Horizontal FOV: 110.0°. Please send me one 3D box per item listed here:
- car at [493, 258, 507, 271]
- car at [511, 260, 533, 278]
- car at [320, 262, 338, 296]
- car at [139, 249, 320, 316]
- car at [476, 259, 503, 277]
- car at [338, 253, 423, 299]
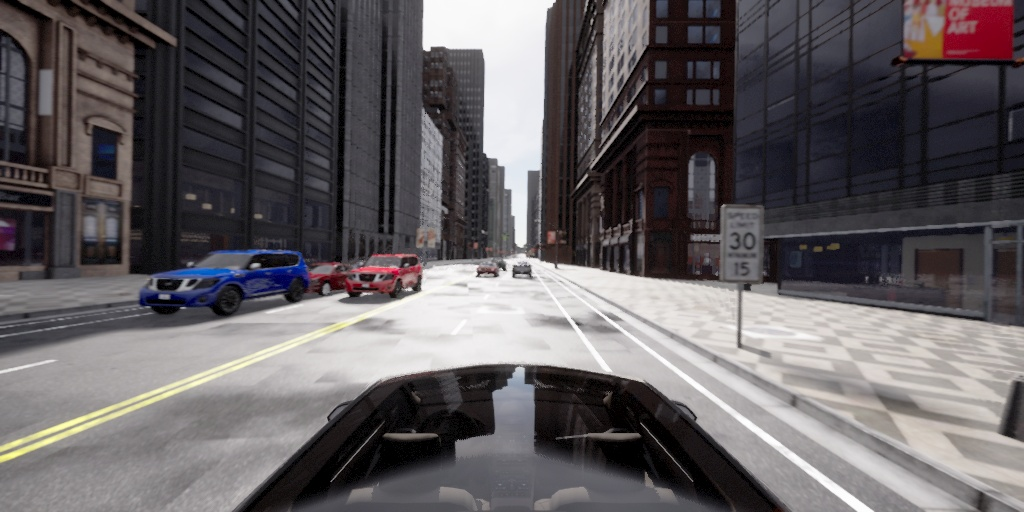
[{"bbox_3d":[-1.862,1.055,49.047,2.097,1.767,4.553,1,0,2],"label":"car"},{"bbox_3d":[0.968,1.243,34.527,2.128,1.511,4.902,1,0,2],"label":"car"},{"bbox_3d":[-9.331,1.071,17.998,1.882,1.535,5.008,1,0,2],"label":"car"},{"bbox_3d":[-9.579,0.781,12.730,2.150,2.045,5.566,1,0,2],"label":"car"},{"bbox_3d":[-2.273,1.289,34.923,1.895,1.301,4.718,1,0,2],"label":"car"},{"bbox_3d":[-6.080,0.895,17.873,2.150,2.045,5.566,1,0,2],"label":"car"}]
